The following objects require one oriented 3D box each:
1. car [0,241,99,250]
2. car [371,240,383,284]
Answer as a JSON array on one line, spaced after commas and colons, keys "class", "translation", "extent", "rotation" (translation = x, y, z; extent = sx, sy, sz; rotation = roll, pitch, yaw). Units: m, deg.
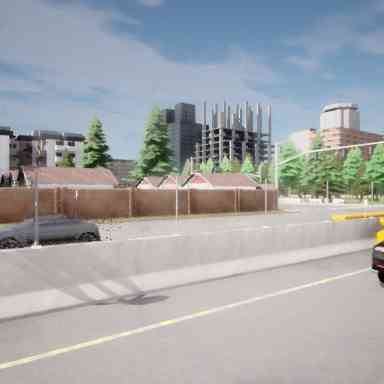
[{"class": "car", "translation": [-5.723, 1.564, 12.804], "extent": [4.181, 1.385, 1.994], "rotation": [0, 0, -35]}, {"class": "car", "translation": [6.364, 1.491, 8.273], "extent": [4.902, 1.511, 2.128], "rotation": [0, 0, -36]}]
